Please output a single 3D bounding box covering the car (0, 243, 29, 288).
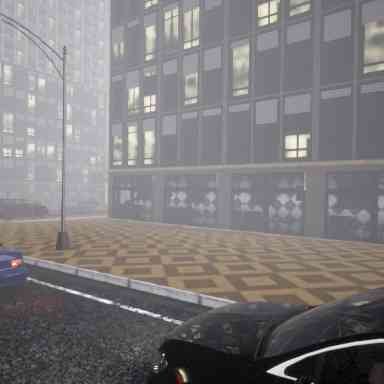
[{"bbox_3d":[-6.096,1.543,8.051,5.357,1.411,2.033,0,0,36],"label":"car"}]

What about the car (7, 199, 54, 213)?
[{"bbox_3d":[-19.529,1.642,40.339,1.752,1.417,4.829,1,0,37],"label":"car"}]

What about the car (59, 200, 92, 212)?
[{"bbox_3d":[-14.317,1.752,43.007,2.033,1.411,5.357,1,0,37],"label":"car"}]

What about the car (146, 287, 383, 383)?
[{"bbox_3d":[1.825,1.505,2.381,4.892,1.490,1.837,0,0,35],"label":"car"}]

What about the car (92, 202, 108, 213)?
[{"bbox_3d":[-9.234,1.829,40.156,1.752,1.417,4.829,1,0,37],"label":"car"}]

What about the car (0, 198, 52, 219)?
[{"bbox_3d":[-16.049,1.519,30.957,2.192,1.841,5.009,1,0,37],"label":"car"}]
